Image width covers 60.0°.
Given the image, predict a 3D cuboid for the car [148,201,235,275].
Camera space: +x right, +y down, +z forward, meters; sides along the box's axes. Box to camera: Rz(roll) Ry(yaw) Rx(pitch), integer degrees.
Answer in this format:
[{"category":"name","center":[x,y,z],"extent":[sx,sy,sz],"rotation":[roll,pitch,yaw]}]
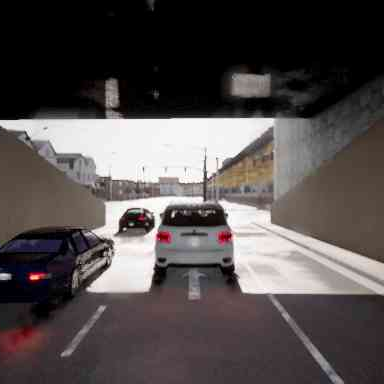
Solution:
[{"category":"car","center":[0.063,1.299,10.845],"extent":[2.150,2.045,5.566],"rotation":[0,0,0]}]

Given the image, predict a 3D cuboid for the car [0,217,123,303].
[{"category":"car","center":[-3.421,1.608,8.563],"extent":[2.033,1.411,5.357],"rotation":[0,0,0]}]

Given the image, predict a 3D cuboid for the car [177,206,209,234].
[{"category":"car","center":[0.023,1.672,20.957],"extent":[1.812,1.442,4.674],"rotation":[0,0,-1]}]

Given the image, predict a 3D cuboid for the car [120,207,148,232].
[{"category":"car","center":[-3.437,1.673,21.114],"extent":[1.812,1.442,4.674],"rotation":[0,0,0]}]
